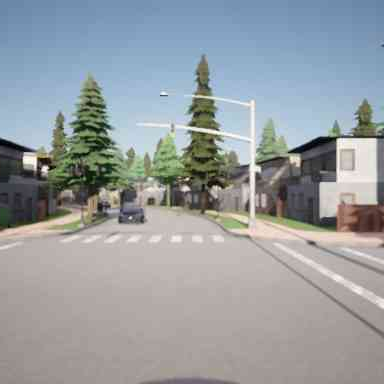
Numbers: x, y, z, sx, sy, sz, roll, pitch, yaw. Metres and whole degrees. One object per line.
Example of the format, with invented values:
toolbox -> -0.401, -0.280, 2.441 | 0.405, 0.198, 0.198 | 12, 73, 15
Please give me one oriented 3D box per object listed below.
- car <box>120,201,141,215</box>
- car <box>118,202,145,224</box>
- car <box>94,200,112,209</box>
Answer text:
car -> -7.293, 1.884, 39.322 | 1.812, 1.442, 4.674 | 0, 0, -18
car -> -4.877, 1.803, 27.331 | 1.994, 1.385, 4.181 | 0, -1, -6
car -> -15.068, 2.013, 55.895 | 2.128, 1.511, 4.902 | 0, -1, -33
